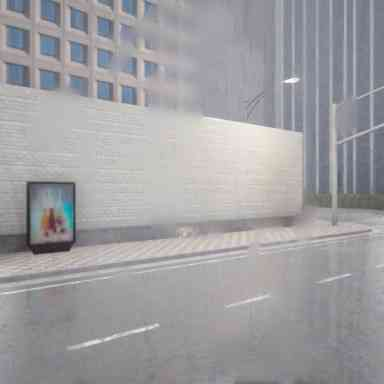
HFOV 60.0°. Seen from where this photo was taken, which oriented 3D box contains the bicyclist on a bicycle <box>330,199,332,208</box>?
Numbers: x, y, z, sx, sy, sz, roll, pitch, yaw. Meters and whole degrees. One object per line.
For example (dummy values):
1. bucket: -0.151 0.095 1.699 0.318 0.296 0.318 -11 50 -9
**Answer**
1. bicyclist on a bicycle: 18.685 1.356 43.961 1.656 1.620 0.582 0 0 -36
